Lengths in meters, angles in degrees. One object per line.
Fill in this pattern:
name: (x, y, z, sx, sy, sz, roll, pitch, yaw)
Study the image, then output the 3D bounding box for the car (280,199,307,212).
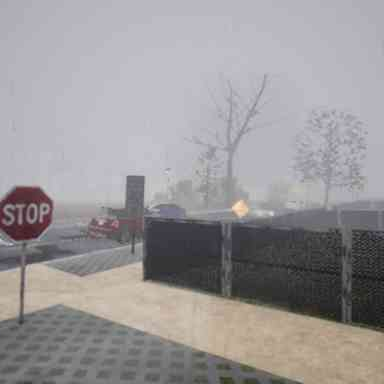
car: (13.010, 1.665, 41.650, 1.812, 1.442, 4.674, 4, 2, 33)

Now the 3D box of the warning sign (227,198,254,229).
warning sign: (3.190, 1.372, 21.875, 1.300, 1.860, 1.060, 5, 3, 33)

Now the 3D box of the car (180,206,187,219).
car: (-2.142, 1.442, 23.516, 1.812, 1.442, 4.674, 4, 2, 33)

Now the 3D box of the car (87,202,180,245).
car: (-2.975, 1.442, 16.868, 2.097, 1.767, 4.553, 4, 2, 33)

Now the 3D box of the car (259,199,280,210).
car: (10.272, 1.560, 42.656, 1.895, 1.301, 4.718, 4, 2, 33)
